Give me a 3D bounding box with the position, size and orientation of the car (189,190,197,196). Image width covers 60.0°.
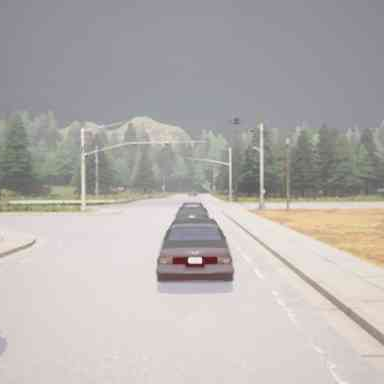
[{"bbox_3d":[0.171,0.425,84.325,1.994,1.385,4.181,0,1,2],"label":"car"}]

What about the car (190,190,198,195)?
[{"bbox_3d":[0.542,0.214,94.370,2.033,1.411,5.357,0,1,2],"label":"car"}]

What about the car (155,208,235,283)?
[{"bbox_3d":[0.068,1.426,9.382,2.033,1.411,5.357,0,1,0],"label":"car"}]

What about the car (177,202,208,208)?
[{"bbox_3d":[0.032,1.295,20.118,1.994,1.385,4.181,0,1,1],"label":"car"}]
